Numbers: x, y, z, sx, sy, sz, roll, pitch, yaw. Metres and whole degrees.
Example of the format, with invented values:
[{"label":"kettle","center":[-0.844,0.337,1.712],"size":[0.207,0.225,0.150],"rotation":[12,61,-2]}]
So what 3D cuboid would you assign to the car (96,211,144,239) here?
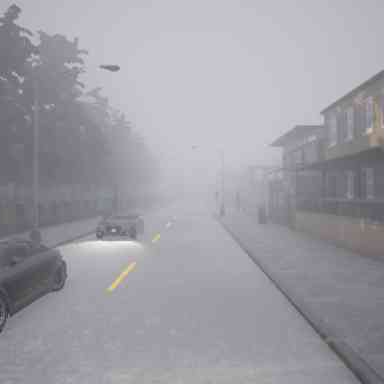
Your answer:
[{"label":"car","center":[-3.886,1.760,18.558],"size":[1.994,1.385,4.181],"rotation":[0,-1,1]}]

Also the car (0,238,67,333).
[{"label":"car","center":[-4.051,1.632,6.474],"size":[1.994,1.385,4.181],"rotation":[0,-1,0]}]
